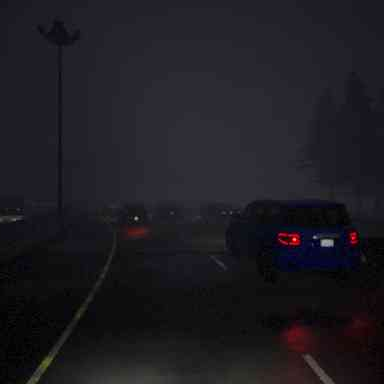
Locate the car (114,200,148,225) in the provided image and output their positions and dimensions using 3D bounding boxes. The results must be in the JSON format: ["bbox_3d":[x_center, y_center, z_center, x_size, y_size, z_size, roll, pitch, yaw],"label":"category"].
[{"bbox_3d":[-4.508,1.564,24.956,1.837,1.490,4.892,0,0,-17],"label":"car"}]

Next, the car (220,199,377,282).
[{"bbox_3d":[2.623,1.226,10.017,2.150,2.045,5.566,0,0,-8],"label":"car"}]

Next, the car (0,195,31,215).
[{"bbox_3d":[-19.299,1.368,35.885,2.150,2.045,5.566,0,0,-18],"label":"car"}]

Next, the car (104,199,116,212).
[{"bbox_3d":[-9.907,1.636,41.508,1.812,1.442,4.674,0,0,-18],"label":"car"}]

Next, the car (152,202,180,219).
[{"bbox_3d":[-2.337,1.583,29.756,1.812,1.442,4.674,0,0,-18],"label":"car"}]

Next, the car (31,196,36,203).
[{"bbox_3d":[-35.047,1.698,72.253,1.837,1.490,4.892,0,0,-18],"label":"car"}]

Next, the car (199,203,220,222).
[{"bbox_3d":[2.214,1.581,27.088,2.033,1.411,5.357,0,0,-18],"label":"car"}]

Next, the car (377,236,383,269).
[{"bbox_3d":[6.360,1.586,8.304,1.895,1.301,4.718,0,0,-6],"label":"car"}]

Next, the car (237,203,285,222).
[{"bbox_3d":[5.615,1.620,27.800,1.895,1.301,4.718,0,0,-17],"label":"car"}]
